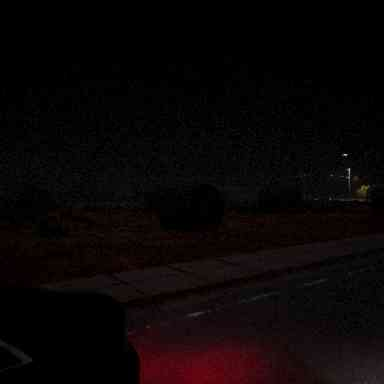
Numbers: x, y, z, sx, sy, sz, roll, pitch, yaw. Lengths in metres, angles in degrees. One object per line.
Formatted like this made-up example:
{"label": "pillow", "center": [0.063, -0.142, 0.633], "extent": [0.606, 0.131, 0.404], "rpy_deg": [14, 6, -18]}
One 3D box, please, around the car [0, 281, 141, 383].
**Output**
{"label": "car", "center": [-2.721, 1.496, 2.043], "extent": [4.892, 1.490, 1.837], "rpy_deg": [-1, 1, -35]}
